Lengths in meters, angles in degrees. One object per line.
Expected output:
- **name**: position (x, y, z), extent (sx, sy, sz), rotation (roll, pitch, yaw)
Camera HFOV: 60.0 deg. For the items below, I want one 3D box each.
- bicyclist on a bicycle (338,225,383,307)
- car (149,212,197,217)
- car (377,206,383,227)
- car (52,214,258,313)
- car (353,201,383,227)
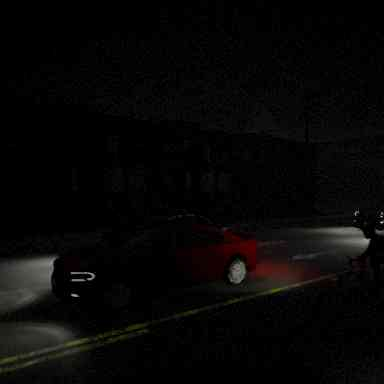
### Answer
- **bicyclist on a bicycle**: position (3.489, 1.455, 6.224), extent (0.582, 1.620, 1.656), rotation (0, -2, -36)
- **car**: position (-0.855, 1.505, 12.021), extent (4.892, 1.490, 1.837), rotation (0, 0, -36)
- **car**: position (11.390, 1.525, 16.505), extent (4.674, 1.442, 1.812), rotation (0, 0, -35)
- **car**: position (-0.622, 1.477, 7.869), extent (5.008, 1.535, 1.882), rotation (0, 0, -36)
- **car**: position (12.415, 1.351, 21.522), extent (4.553, 1.767, 2.097), rotation (0, 0, -36)
